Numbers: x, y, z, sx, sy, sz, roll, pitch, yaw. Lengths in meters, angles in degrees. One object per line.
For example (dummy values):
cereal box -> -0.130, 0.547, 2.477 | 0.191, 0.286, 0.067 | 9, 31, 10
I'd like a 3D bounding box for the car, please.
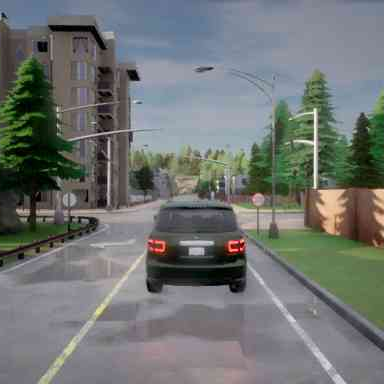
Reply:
car -> 0.093, 1.221, 9.018 | 2.150, 2.045, 5.566 | 0, 0, 0
